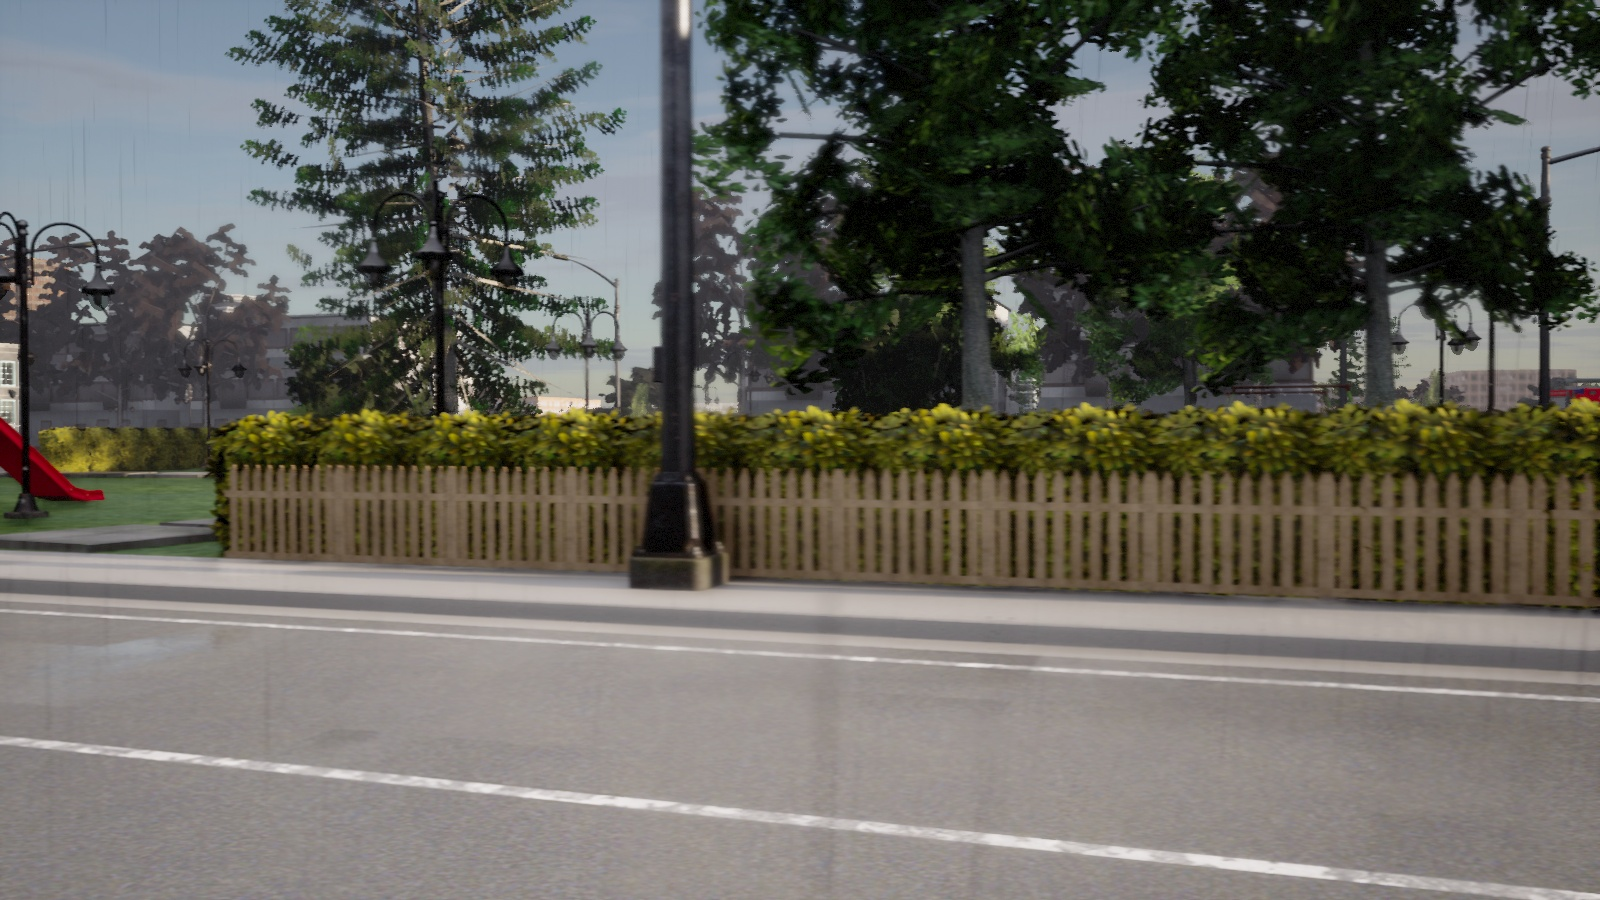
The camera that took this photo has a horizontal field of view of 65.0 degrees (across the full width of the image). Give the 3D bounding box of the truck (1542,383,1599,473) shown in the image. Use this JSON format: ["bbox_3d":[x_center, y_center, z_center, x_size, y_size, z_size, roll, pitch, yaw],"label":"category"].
[{"bbox_3d":[37.505,-0.934,54.761,8.468,3.827,2.891,0,1,1],"label":"truck"}]
